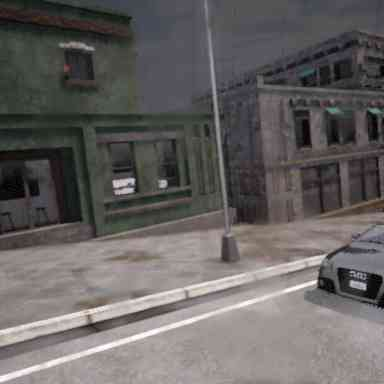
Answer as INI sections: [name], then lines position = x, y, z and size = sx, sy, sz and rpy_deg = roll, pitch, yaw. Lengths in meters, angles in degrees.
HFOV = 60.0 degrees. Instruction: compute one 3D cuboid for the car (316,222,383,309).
[car]
position = 4.493, 1.344, 6.967
size = 4.181, 1.385, 1.994
rpy_deg = -3, 3, -36
